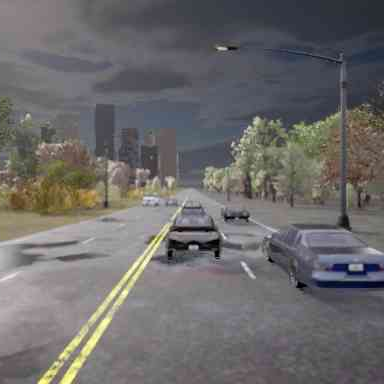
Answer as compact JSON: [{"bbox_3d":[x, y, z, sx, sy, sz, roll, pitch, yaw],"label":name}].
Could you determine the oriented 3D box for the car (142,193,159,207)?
[{"bbox_3d":[-6.567,1.239,53.129,2.150,2.045,5.566,0,0,0],"label":"car"}]

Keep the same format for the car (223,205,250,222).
[{"bbox_3d":[3.310,1.649,26.473,1.895,1.301,4.718,0,0,0],"label":"car"}]

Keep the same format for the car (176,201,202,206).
[{"bbox_3d":[0.069,1.545,27.897,2.128,1.511,4.902,0,0,0],"label":"car"}]

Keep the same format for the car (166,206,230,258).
[{"bbox_3d":[0.069,1.520,12.809,2.128,1.511,4.902,0,0,0],"label":"car"}]

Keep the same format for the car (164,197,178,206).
[{"bbox_3d":[-3.319,1.508,53.271,2.128,1.511,4.902,0,0,0],"label":"car"}]

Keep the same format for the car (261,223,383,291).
[{"bbox_3d":[3.293,1.564,9.158,2.033,1.411,5.357,0,0,0],"label":"car"}]
